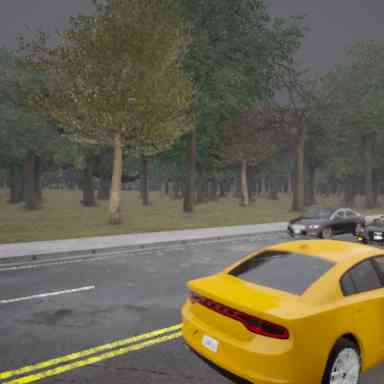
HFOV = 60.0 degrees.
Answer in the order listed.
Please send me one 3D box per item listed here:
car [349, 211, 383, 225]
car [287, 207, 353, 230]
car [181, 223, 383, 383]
[{"bbox_3d":[8.841,1.598,14.076,4.181,1.385,1.994,0,0,-36],"label":"car"},{"bbox_3d":[6.785,1.526,16.601,4.902,1.511,2.128,0,0,-36],"label":"car"},{"bbox_3d":[2.200,1.487,5.030,5.008,1.535,1.882,0,0,-36],"label":"car"}]
